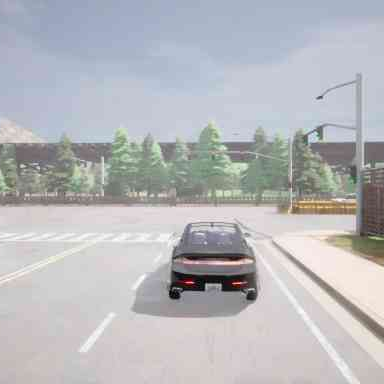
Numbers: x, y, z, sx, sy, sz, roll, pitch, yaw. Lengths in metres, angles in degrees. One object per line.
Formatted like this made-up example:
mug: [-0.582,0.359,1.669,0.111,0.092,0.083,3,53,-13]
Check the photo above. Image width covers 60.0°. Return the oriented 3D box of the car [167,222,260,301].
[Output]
car: [0.511,1.492,8.374,2.128,1.511,4.902,0,0,3]

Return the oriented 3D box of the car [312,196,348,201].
car: [14.550,1.491,37.950,4.902,1.511,2.128,0,0,1]

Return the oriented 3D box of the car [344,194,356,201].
car: [19.831,1.222,41.332,5.566,2.045,2.150,0,0,2]
